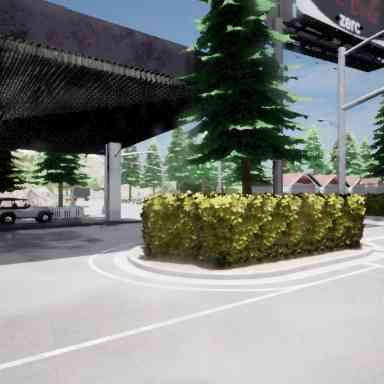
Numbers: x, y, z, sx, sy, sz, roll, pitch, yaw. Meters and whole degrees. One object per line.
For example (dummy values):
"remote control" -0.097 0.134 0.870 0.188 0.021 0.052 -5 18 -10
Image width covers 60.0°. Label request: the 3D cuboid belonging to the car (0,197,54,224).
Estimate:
"car" -11.934 1.313 23.504 3.866 1.878 1.905 0 0 -36
